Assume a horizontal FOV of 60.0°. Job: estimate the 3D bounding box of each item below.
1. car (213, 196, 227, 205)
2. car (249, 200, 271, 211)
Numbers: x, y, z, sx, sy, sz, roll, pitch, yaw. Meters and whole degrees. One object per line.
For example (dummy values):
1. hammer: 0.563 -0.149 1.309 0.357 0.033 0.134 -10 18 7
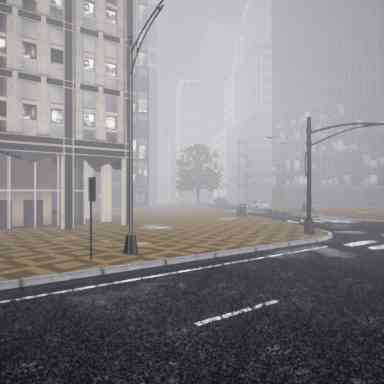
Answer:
1. car: 5.792 1.801 68.788 2.097 1.767 4.553 0 -1 -7
2. car: 9.126 1.779 44.524 1.812 1.442 4.674 0 0 -8
